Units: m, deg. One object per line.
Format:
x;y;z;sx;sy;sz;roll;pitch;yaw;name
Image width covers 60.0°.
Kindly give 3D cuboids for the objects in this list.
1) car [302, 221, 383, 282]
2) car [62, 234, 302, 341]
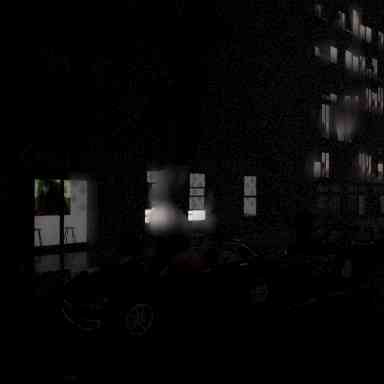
4.473;1.550;9.696;4.403;1.369;2.008;0;0;-35;car
-0.162;1.551;6.420;4.403;1.369;2.008;0;0;-35;car
